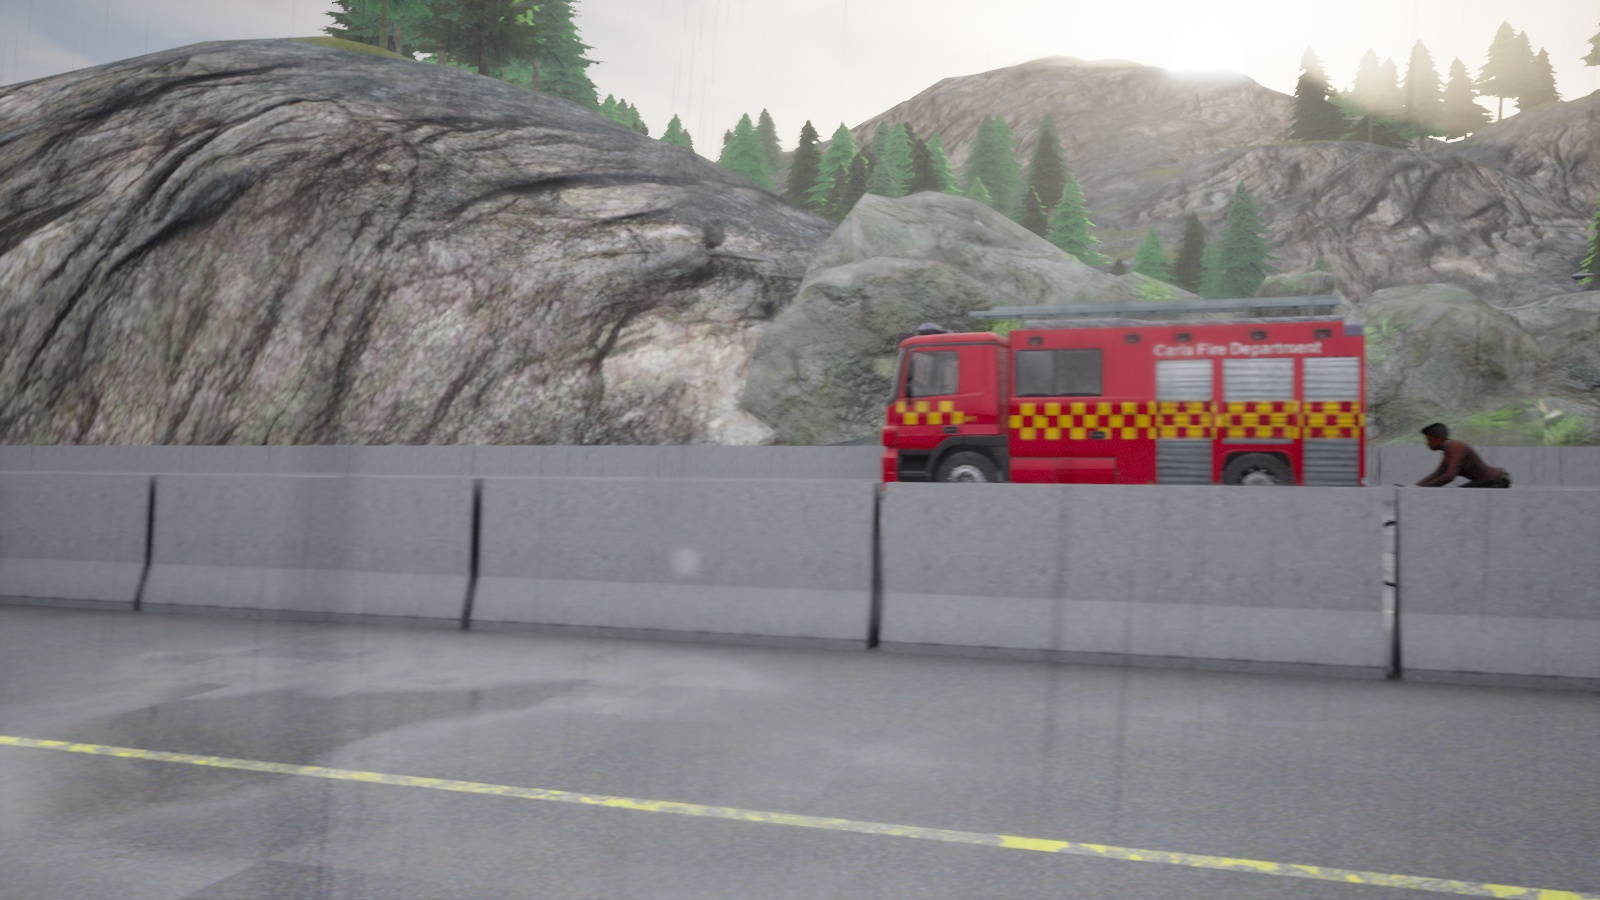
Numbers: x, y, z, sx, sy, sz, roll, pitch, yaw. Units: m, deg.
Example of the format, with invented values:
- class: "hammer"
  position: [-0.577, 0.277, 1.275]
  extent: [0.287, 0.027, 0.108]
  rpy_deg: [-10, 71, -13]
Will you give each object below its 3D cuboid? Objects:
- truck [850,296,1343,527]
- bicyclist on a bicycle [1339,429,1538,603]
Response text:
- class: "truck"
  position: [5.411, -0.694, 23.510]
  extent: [8.468, 3.827, 2.891]
  rpy_deg: [1, 1, 19]
- class: "bicyclist on a bicycle"
  position: [6.158, 0.607, 12.198]
  extent: [1.656, 1.620, 0.582]
  rpy_deg: [0, 1, 19]
